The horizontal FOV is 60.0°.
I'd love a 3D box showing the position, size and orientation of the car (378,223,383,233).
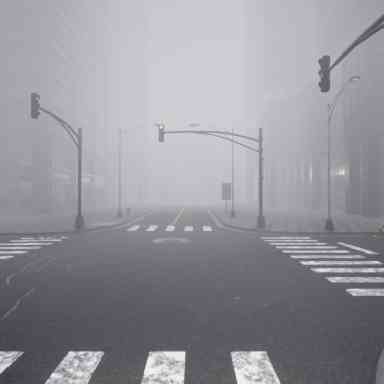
[{"bbox_3d":[11.758,1.564,16.205,4.829,1.417,1.752,0,-1,0],"label":"car"}]
